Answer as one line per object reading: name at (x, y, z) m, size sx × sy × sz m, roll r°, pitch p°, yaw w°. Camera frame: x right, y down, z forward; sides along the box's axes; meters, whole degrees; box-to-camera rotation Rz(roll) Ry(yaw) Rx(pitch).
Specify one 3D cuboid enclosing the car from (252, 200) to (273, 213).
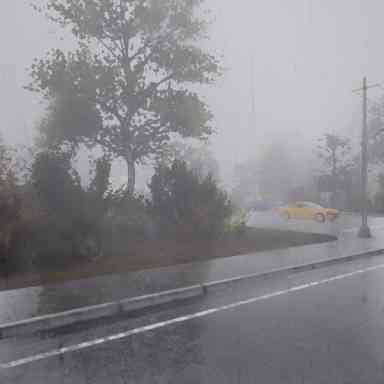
car at (8.756, 1.699, 38.735) m, size 1.882 × 1.535 × 5.008 m, roll 0°, pitch -1°, yaw -41°

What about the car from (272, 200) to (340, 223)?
car at (9.308, 1.566, 26.838) m, size 1.882 × 1.535 × 5.008 m, roll 0°, pitch -1°, yaw -39°

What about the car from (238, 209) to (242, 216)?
car at (2.976, 1.584, 34.329) m, size 2.097 × 1.767 × 4.553 m, roll 0°, pitch -1°, yaw -43°
